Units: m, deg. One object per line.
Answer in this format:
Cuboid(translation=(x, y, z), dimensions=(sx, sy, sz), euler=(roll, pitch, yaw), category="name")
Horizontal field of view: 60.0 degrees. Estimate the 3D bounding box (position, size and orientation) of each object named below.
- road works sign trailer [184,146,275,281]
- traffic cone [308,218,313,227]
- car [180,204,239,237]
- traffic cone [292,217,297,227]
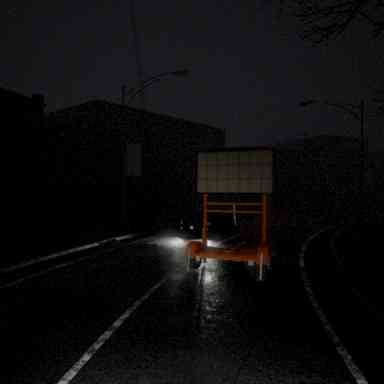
Cuboid(translation=(1.319, 0.460, 10.119), dimensions=(2.380, 3.560, 2.880), euler=(0, 0, 21), category="road works sign trailer")
Cuboid(translation=(7.669, 1.979, 21.525), dimensions=(0.340, 0.580, 0.340), euler=(1, 0, 23), category="traffic cone")
Cuboid(translation=(1.080, 1.479, 18.247), dimensions=(1.837, 1.490, 4.892), euler=(0, 0, 27), category="car")
Cuboid(translation=(6.748, 1.967, 21.914), dimensions=(0.340, 0.580, 0.340), euler=(1, 0, 23), category="traffic cone")
